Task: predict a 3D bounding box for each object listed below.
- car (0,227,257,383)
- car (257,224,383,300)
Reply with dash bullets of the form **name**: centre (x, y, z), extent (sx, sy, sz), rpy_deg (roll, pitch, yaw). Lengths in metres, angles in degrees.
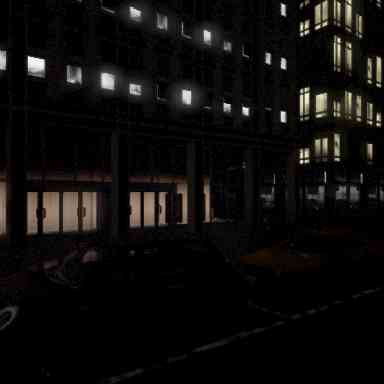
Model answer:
- **car**: centre (-1.185, 1.437, 5.252), extent (4.097, 1.590, 1.967), rpy_deg (0, 0, -35)
- **car**: centre (3.190, 1.522, 8.374), extent (4.829, 1.417, 1.752), rpy_deg (0, 0, -35)
